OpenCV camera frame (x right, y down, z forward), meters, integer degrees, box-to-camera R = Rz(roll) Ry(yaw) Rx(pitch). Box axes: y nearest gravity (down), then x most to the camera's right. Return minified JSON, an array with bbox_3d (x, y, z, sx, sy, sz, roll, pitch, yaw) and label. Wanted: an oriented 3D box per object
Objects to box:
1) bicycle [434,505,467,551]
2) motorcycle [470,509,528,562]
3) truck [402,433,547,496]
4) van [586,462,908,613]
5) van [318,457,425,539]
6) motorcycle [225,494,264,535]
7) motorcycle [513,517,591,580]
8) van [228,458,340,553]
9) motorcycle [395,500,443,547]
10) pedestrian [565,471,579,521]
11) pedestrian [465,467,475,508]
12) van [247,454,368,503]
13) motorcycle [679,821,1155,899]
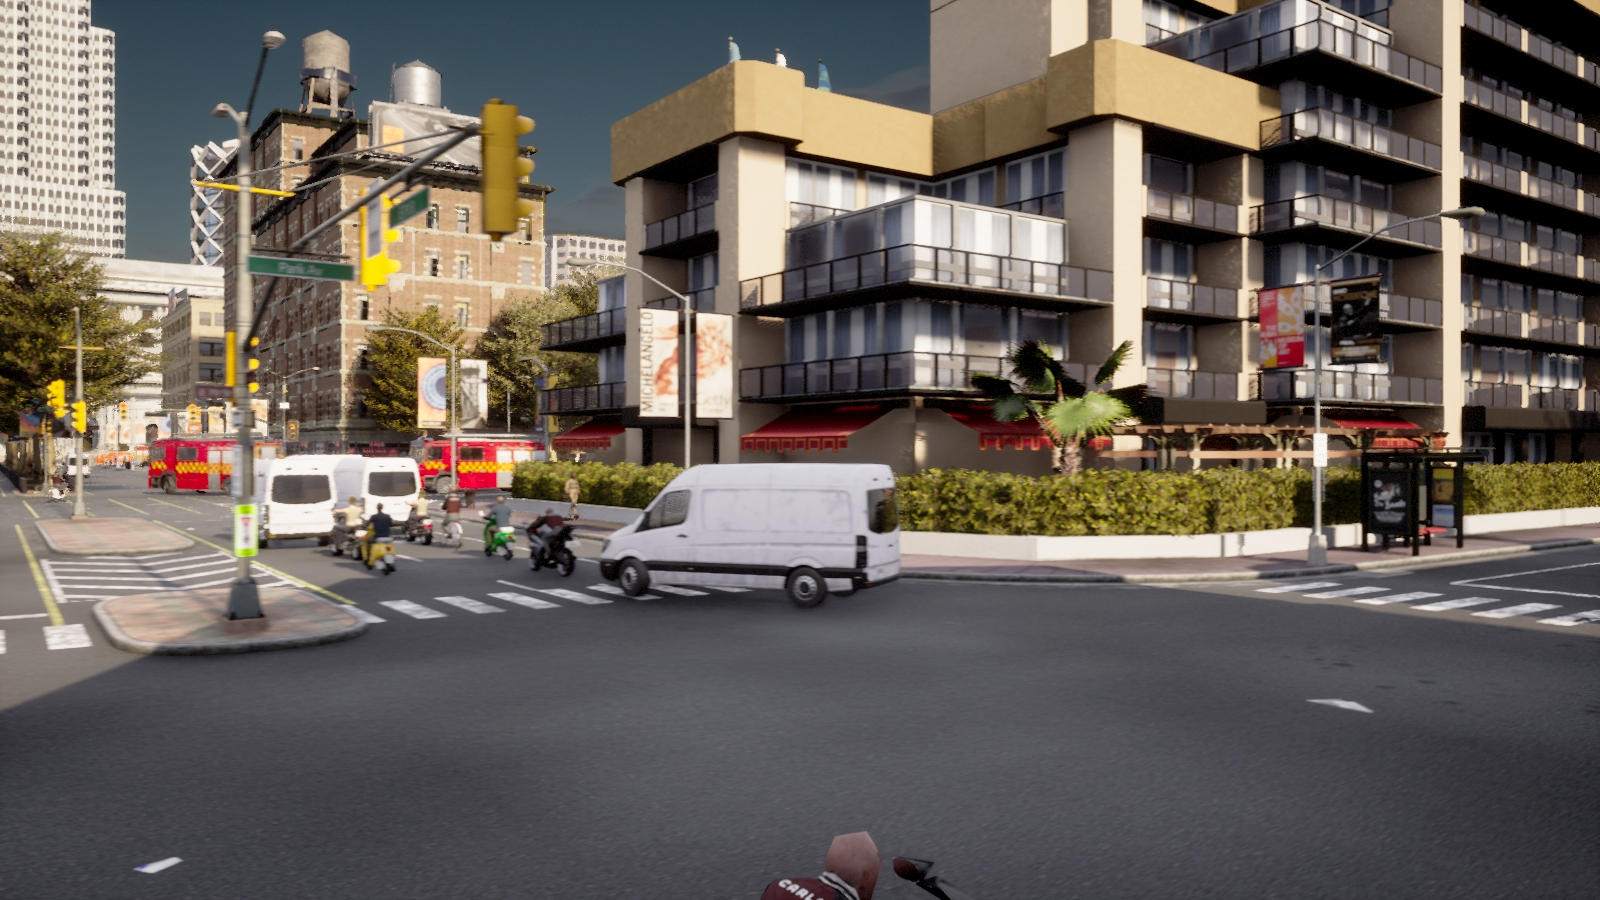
[{"bbox_3d":[-9.969,2.211,32.553,0.329,1.171,1.835,0,0,-36],"label":"bicycle"},{"bbox_3d":[-7.759,2.183,29.426,0.856,1.236,1.805,0,0,-36],"label":"motorcycle"},{"bbox_3d":[-20.778,0.891,73.211,8.468,3.827,2.891,0,0,-36],"label":"truck"},{"bbox_3d":[-1.067,1.535,21.935,5.915,2.561,1.988,0,0,25],"label":"van"},{"bbox_3d":[-14.834,1.535,39.294,1.988,2.561,5.915,0,0,-35],"label":"van"},{"bbox_3d":[-18.985,2.171,39.024,0.764,1.277,2.356,0,0,-36],"label":"motorcycle"},{"bbox_3d":[-5.665,2.206,26.004,0.867,1.251,2.209,0,0,-38],"label":"motorcycle"},{"bbox_3d":[-15.565,1.535,34.264,1.988,2.561,5.915,0,0,-35],"label":"van"},{"bbox_3d":[-11.405,2.171,34.169,0.764,1.277,2.356,0,0,-34],"label":"motorcycle"},{"bbox_3d":[-8.484,1.699,42.470,0.375,1.860,0.375,0,0,-41],"label":"pedestrian"},{"bbox_3d":[-14.967,1.697,51.834,0.375,1.860,0.375,0,0,-30],"label":"pedestrian"},{"bbox_3d":[-27.190,1.535,63.276,1.988,2.561,5.915,0,0,41],"label":"van"},{"bbox_3d":[0.136,2.205,3.873,2.209,1.251,0.867,0,0,-35],"label":"motorcycle"}]
